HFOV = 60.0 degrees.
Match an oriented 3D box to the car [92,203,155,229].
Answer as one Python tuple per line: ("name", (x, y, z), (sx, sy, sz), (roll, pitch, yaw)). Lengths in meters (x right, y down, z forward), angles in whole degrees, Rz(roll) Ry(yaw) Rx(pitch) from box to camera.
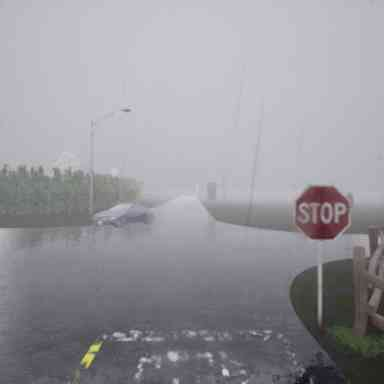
("car", (-4.150, 1.468, 21.031), (1.812, 1.442, 4.674), (2, 1, 28))
